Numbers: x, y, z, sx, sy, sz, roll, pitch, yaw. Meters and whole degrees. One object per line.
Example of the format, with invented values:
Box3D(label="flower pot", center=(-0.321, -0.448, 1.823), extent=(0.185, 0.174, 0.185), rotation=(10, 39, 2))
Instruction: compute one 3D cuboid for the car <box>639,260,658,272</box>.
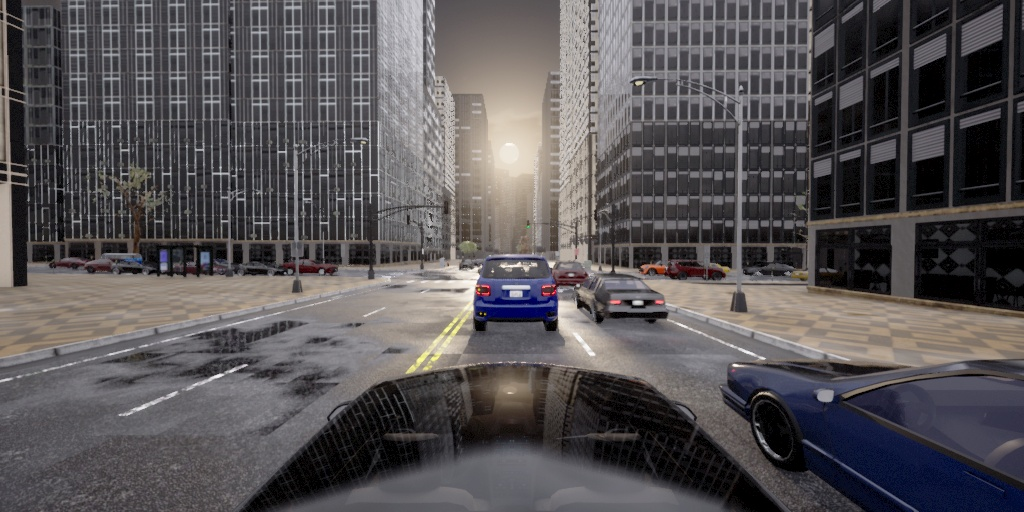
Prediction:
Box3D(label="car", center=(15.777, 1.204, 37.809), extent=(4.553, 1.767, 2.097), rotation=(0, 1, -1))

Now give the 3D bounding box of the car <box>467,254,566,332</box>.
Box3D(label="car", center=(0.096, 0.967, 10.969), extent=(2.150, 2.045, 5.566), rotation=(0, 0, 0))

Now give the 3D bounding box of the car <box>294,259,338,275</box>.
Box3D(label="car", center=(-19.769, 1.064, 35.176), extent=(5.008, 1.535, 1.882), rotation=(1, 1, 0))

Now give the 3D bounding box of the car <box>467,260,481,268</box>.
Box3D(label="car", center=(-6.575, 1.297, 62.710), extent=(1.895, 1.301, 4.718), rotation=(0, 0, 0))

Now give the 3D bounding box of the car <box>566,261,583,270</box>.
Box3D(label="car", center=(3.377, 1.088, 22.376), extent=(2.097, 1.767, 4.553), rotation=(0, 0, 1))

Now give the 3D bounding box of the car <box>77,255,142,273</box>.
Box3D(label="car", center=(-39.543, 0.932, 35.583), extent=(4.674, 1.442, 1.812), rotation=(1, 1, 1))

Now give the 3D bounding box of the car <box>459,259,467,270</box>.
Box3D(label="car", center=(-6.606, 1.214, 52.406), extent=(1.837, 1.490, 4.892), rotation=(0, 0, -1))

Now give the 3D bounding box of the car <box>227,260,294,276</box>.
Box3D(label="car", center=(-22.735, 1.170, 32.529), extent=(4.313, 1.339, 1.948), rotation=(0, 0, 1))

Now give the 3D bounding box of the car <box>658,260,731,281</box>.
Box3D(label="car", center=(16.190, 1.265, 32.003), extent=(5.009, 1.841, 2.192), rotation=(0, 0, 1))

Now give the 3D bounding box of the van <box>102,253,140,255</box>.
Box3D(label="van", center=(-45.291, 0.600, 41.494), extent=(3.998, 1.789, 1.690), rotation=(0, 0, 1))

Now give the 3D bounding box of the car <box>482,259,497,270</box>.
Box3D(label="car", center=(-3.340, 1.186, 53.298), extent=(1.882, 1.535, 5.008), rotation=(0, 0, 0))

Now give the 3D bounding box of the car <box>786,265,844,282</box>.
Box3D(label="car", center=(27.639, 1.575, 31.807), extent=(4.829, 1.417, 1.751), rotation=(0, 0, 1))

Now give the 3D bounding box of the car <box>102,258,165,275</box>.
Box3D(label="car", center=(-34.099, 1.065, 32.834), extent=(4.313, 1.339, 1.948), rotation=(0, 0, 1))

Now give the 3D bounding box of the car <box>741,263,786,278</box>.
Box3D(label="car", center=(26.790, 1.455, 37.596), extent=(4.892, 1.490, 1.837), rotation=(1, 1, 1))

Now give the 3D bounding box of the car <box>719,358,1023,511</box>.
Box3D(label="car", center=(3.350, 1.297, 1.763), extent=(2.033, 1.411, 5.357), rotation=(0, 0, 1))

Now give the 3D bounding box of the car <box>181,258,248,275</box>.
Box3D(label="car", center=(-29.272, 0.992, 35.370), extent=(4.902, 1.511, 2.128), rotation=(1, 1, 1))

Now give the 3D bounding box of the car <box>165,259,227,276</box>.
Box3D(label="car", center=(-28.419, 1.134, 32.661), extent=(4.207, 1.307, 1.802), rotation=(0, 0, 1))

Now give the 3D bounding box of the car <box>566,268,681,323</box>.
Box3D(label="car", center=(3.349, 1.292, 12.064), extent=(2.033, 1.411, 5.357), rotation=(0, 0, 0))
